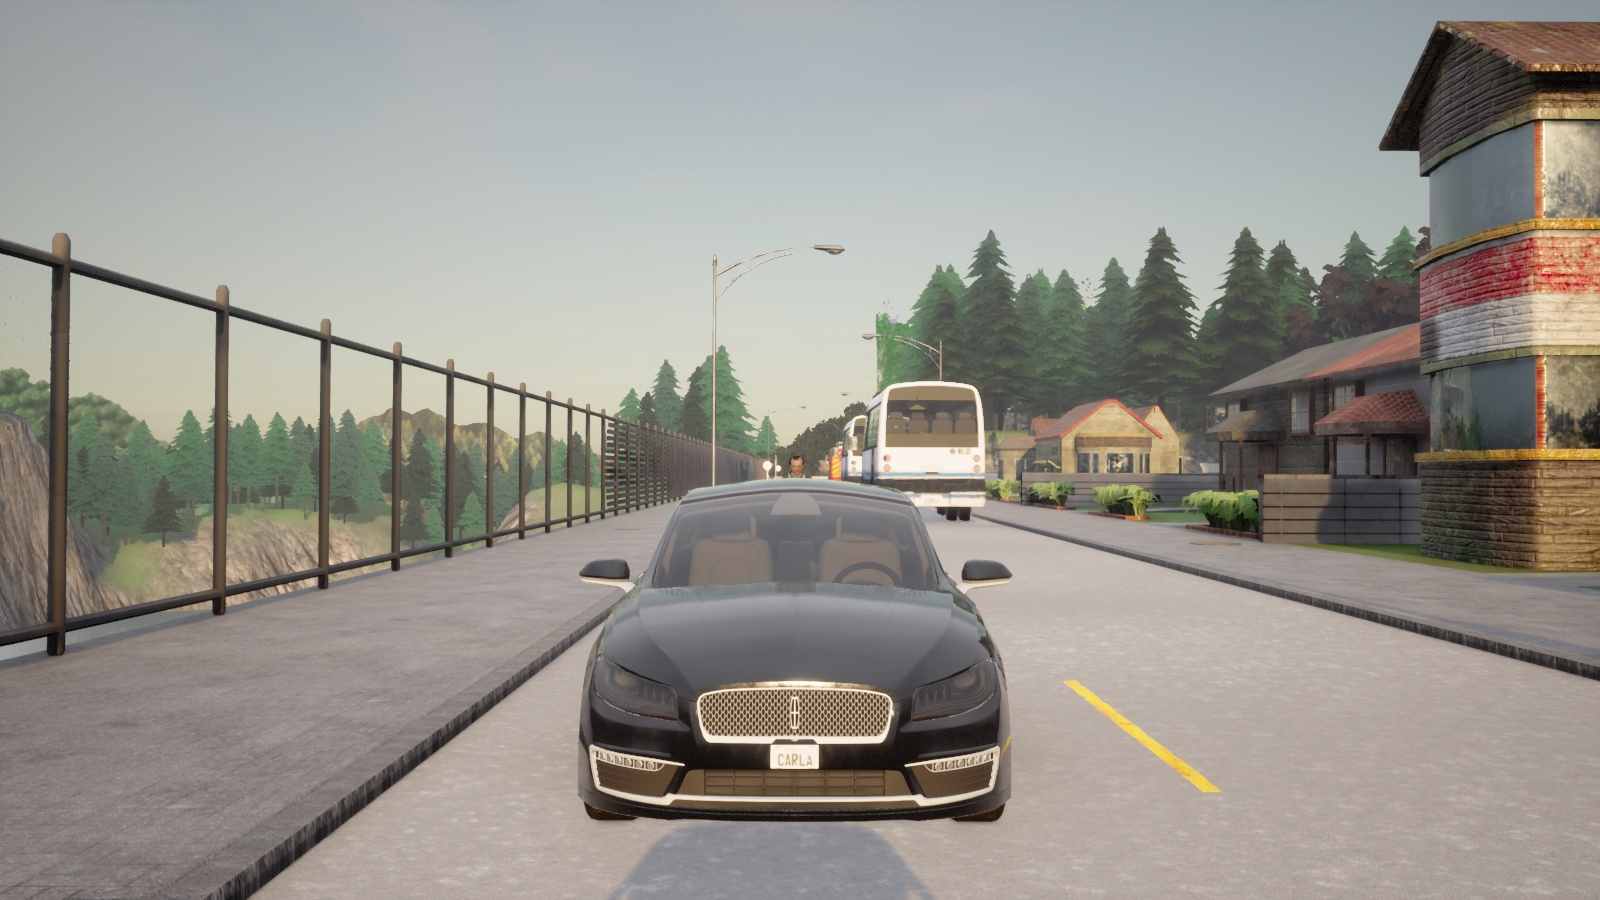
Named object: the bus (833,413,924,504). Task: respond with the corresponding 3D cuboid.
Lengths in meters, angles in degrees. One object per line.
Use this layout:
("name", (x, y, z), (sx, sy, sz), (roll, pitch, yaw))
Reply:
("bus", (3.843, 0.494, 64.220), (3.944, 4.253, 10.273), (0, -1, 0))

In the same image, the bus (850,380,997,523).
("bus", (3.894, 0.135, 42.704), (3.944, 4.253, 10.273), (0, -1, 0))

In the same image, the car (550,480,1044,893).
("car", (-0.017, 0.939, 7.132), (1.837, 1.490, 4.892), (0, -1, 0))
